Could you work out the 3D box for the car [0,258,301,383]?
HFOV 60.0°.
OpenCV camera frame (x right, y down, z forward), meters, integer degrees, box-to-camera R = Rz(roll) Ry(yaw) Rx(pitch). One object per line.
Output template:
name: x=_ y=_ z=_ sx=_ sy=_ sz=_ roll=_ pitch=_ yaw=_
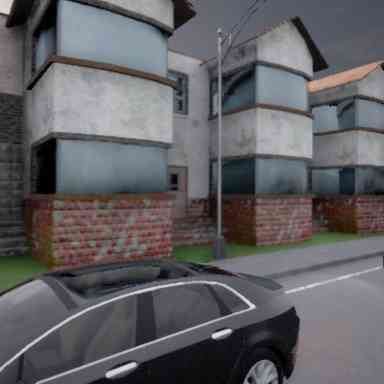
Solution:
car: x=-0.982 y=1.510 z=3.145 sx=4.892 sy=1.490 sz=1.837 roll=0 pitch=0 yaw=-36
